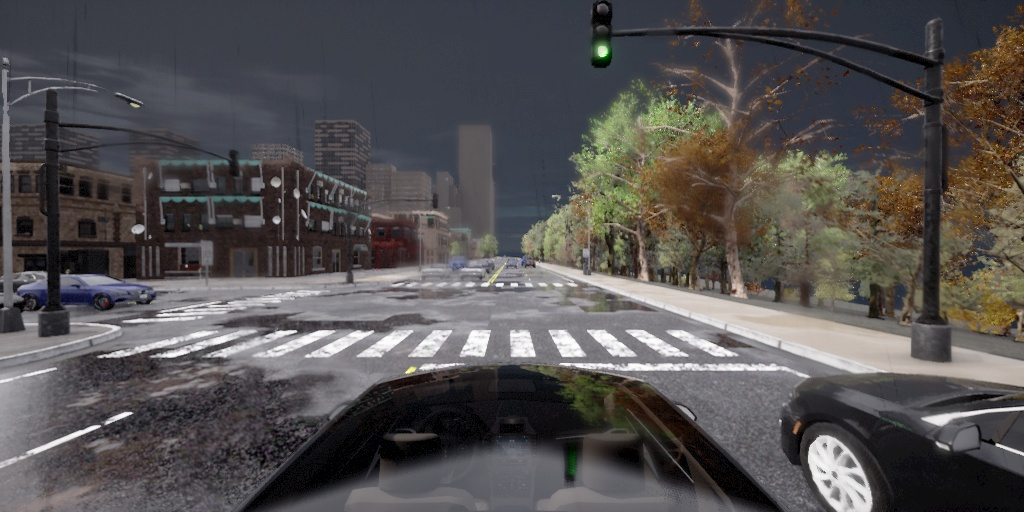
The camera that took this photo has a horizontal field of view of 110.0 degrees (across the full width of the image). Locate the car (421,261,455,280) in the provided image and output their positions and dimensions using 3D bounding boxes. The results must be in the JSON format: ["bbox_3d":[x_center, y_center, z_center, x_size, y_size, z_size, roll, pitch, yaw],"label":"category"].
[{"bbox_3d":[-6.695,1.398,31.990,1.895,1.301,4.718,0,0,0],"label":"car"}]

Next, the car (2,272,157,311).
[{"bbox_3d":[-18.101,1.501,15.301,4.674,1.442,1.812,-1,0,-1],"label":"car"}]

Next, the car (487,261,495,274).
[{"bbox_3d":[-3.468,1.360,42.651,2.033,1.411,5.357,0,0,0],"label":"car"}]

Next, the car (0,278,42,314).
[{"bbox_3d":[-19.978,1.585,12.559,4.313,1.339,1.948,0,0,0],"label":"car"}]

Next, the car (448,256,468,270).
[{"bbox_3d":[-6.724,1.035,44.952,2.150,2.045,5.566,0,0,0],"label":"car"}]

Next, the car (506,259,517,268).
[{"bbox_3d":[-0.076,1.389,63.892,2.033,1.411,5.357,0,0,0],"label":"car"}]

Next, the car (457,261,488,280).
[{"bbox_3d":[-3.438,1.398,32.019,1.895,1.301,4.718,0,0,0],"label":"car"}]

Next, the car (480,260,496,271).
[{"bbox_3d":[-3.490,1.374,53.154,2.033,1.411,5.357,0,0,0],"label":"car"}]

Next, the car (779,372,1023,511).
[{"bbox_3d":[3.366,1.254,1.222,1.837,1.490,4.892,0,0,-2],"label":"car"}]

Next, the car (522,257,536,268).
[{"bbox_3d":[3.173,1.346,63.595,1.837,1.490,4.892,0,0,0],"label":"car"}]
